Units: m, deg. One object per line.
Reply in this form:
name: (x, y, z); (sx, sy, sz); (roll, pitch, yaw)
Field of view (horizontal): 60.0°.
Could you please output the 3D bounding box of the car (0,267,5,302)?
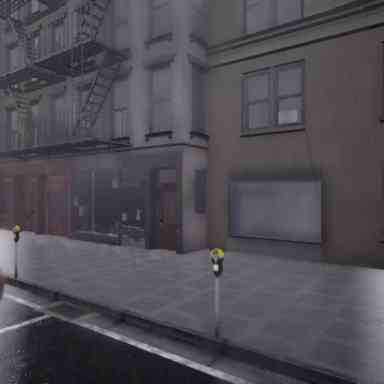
car: (-5.309, 1.579, 6.597); (4.206, 1.307, 1.802); (0, 0, 36)
